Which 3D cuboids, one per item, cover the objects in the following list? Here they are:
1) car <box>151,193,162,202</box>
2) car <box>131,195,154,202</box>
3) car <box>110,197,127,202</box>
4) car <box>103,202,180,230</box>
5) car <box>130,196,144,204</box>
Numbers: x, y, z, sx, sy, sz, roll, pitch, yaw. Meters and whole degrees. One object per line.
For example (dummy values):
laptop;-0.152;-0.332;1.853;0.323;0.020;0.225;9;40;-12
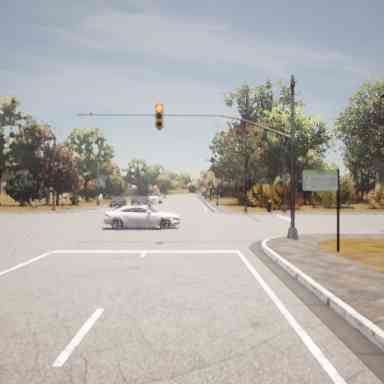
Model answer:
car;-7.043;1.247;63.809;2.150;2.045;5.566;0;0;1
car;-7.097;1.525;47.801;1.837;1.490;4.892;0;0;0
car;-10.596;1.525;47.897;1.837;1.490;4.892;0;0;0
car;-3.080;1.538;20.455;4.674;1.442;1.812;0;0;3
car;-10.541;1.531;64.079;1.837;1.490;4.892;0;0;1
